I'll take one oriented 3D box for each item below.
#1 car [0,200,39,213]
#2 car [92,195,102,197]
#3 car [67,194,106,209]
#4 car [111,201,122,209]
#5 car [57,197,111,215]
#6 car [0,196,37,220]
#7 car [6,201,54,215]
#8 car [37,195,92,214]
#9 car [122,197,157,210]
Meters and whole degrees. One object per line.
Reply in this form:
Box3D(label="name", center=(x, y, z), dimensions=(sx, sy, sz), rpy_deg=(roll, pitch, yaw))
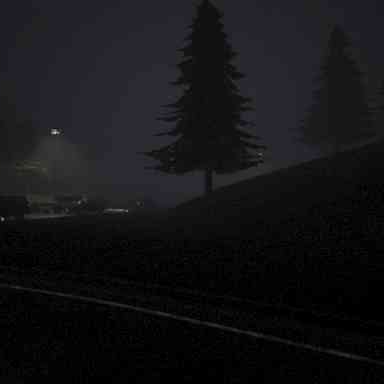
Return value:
Box3D(label="car", center=(-21.241, 1.711, 40.252), dimensions=(1.812, 1.442, 4.674), rpy_deg=(0, 0, 29))
Box3D(label="car", center=(-13.486, 1.515, 47.099), dimensions=(2.097, 1.767, 4.553), rpy_deg=(0, 0, 29))
Box3D(label="car", center=(-15.818, 1.403, 50.126), dimensions=(2.150, 2.045, 5.566), rpy_deg=(0, 0, 29))
Box3D(label="car", center=(-9.070, 1.692, 47.864), dimensions=(2.033, 1.411, 5.357), rpy_deg=(0, 0, 29))
Box3D(label="car", center=(-11.575, 1.622, 36.059), dimensions=(2.128, 1.511, 4.902), rpy_deg=(0, 0, 29))
Box3D(label="car", center=(-16.252, 1.357, 27.553), dimensions=(2.150, 2.045, 5.566), rpy_deg=(0, 0, 29))
Box3D(label="car", center=(-18.455, 1.768, 38.076), dimensions=(1.895, 1.301, 4.718), rpy_deg=(0, 0, 29))
Box3D(label="car", center=(-14.524, 1.370, 37.969), dimensions=(2.150, 2.045, 5.566), rpy_deg=(0, 0, 29))
Box3D(label="car", center=(-6.735, 1.479, 44.847), dimensions=(2.097, 1.767, 4.553), rpy_deg=(0, 0, 29))
